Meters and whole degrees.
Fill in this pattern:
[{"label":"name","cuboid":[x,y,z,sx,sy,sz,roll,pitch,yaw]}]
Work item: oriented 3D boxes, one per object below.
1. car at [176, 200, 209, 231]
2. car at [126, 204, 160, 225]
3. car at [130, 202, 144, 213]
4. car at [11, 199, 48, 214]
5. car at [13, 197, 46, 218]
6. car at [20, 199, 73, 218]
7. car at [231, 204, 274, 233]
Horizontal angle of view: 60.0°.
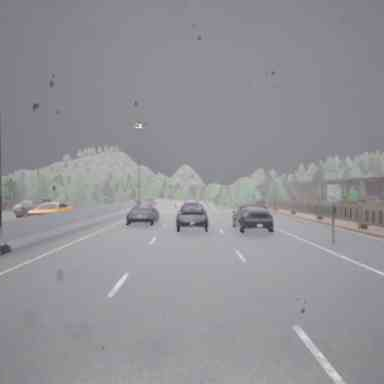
[{"label":"car","cuboid":[0.015,1.497,20.447,2.128,1.511,4.902,0,0,0]},{"label":"car","cuboid":[-3.501,1.577,24.313,1.994,1.385,4.181,0,0,0]},{"label":"car","cuboid":[-10.790,3.094,65.632,2.097,1.767,4.553,0,-6,0]},{"label":"car","cuboid":[-17.745,1.571,36.513,1.812,1.442,4.674,0,0,0]},{"label":"car","cuboid":[-14.223,1.386,30.654,2.097,1.767,4.553,0,0,0]},{"label":"car","cuboid":[-10.703,1.504,25.404,1.882,1.535,5.008,0,0,0]},{"label":"car","cuboid":[3.518,1.504,19.751,1.837,1.490,4.892,0,0,0]}]
